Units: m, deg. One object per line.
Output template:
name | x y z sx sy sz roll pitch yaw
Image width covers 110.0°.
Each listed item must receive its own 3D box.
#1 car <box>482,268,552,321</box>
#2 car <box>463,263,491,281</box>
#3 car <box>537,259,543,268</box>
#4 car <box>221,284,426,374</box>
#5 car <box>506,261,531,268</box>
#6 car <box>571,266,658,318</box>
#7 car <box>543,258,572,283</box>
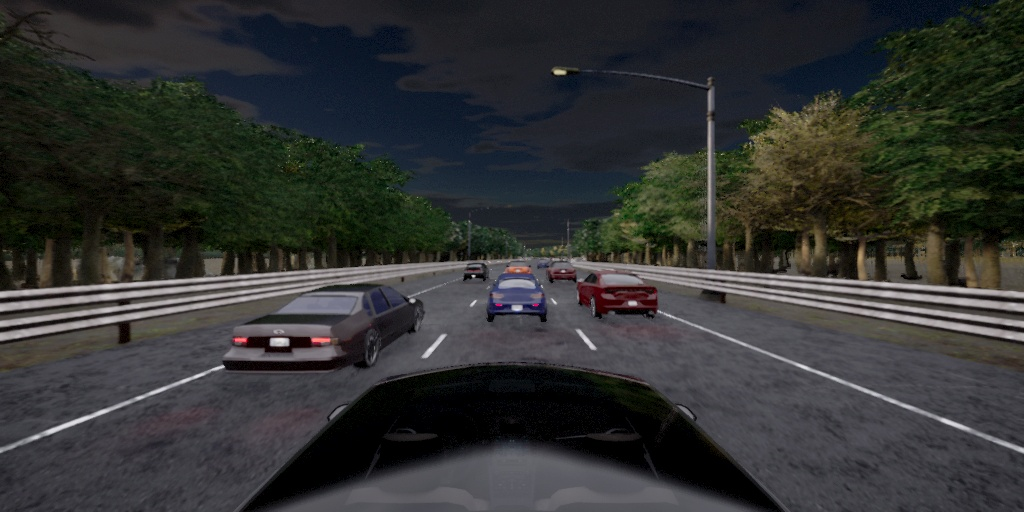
car | 0.167 1.294 12.368 1.812 1.442 4.674 0 0 1
car | -2.945 1.333 30.530 1.837 1.490 4.892 0 0 2
car | 5.571 1.420 64.766 2.097 1.767 4.553 0 0 4
car | -3.370 1.305 7.736 2.033 1.411 5.357 0 0 0
car | 0.547 1.180 30.187 2.097 1.767 4.553 0 0 2
car | 3.582 1.250 13.027 1.882 1.535 5.008 0 0 1
car | 3.906 1.177 29.001 2.097 1.767 4.553 0 0 2
